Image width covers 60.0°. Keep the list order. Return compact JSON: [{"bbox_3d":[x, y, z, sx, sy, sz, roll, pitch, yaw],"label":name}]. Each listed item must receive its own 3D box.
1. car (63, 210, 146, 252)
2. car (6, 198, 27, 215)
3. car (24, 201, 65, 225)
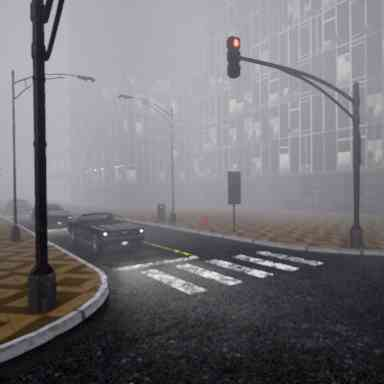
[{"bbox_3d":[-3.767,1.586,14.177,1.895,1.301,4.718,-1,1,-35],"label":"car"},{"bbox_3d":[-17.947,1.441,34.475,1.882,1.535,5.008,-1,2,-35],"label":"car"},{"bbox_3d":[-9.646,1.524,22.576,2.033,1.411,5.357,-1,1,-35],"label":"car"}]
